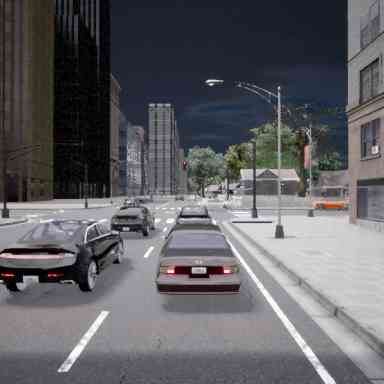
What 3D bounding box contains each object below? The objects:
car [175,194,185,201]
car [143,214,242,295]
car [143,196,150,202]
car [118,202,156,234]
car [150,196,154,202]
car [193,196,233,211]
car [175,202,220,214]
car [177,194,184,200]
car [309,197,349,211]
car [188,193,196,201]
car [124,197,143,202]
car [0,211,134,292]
[{"bbox_3d":[-3.161,1.342,83.997,2.097,1.767,4.553,0,0,0],"label":"car"},{"bbox_3d":[0.100,1.545,8.857,2.033,1.411,5.357,0,0,-1],"label":"car"},{"bbox_3d":[-9.726,1.595,63.196,1.895,1.301,4.718,0,0,1],"label":"car"},{"bbox_3d":[-3.131,1.504,18.190,1.837,1.490,4.892,0,0,0],"label":"car"},{"bbox_3d":[-9.672,1.517,73.308,1.812,1.442,4.674,0,0,0],"label":"car"},{"bbox_3d":[2.740,1.573,40.902,4.674,1.442,1.812,0,-1,1],"label":"car"},{"bbox_3d":[0.117,1.491,17.910,2.128,1.511,4.902,0,0,0],"label":"car"},{"bbox_3d":[-3.150,1.311,94.032,1.882,1.535,5.008,0,0,0],"label":"car"},{"bbox_3d":[16.740,1.401,40.772,4.553,1.767,2.097,0,-1,1],"label":"car"},{"bbox_3d":[0.089,1.511,84.023,1.812,1.442,4.674,0,0,0],"label":"car"},{"bbox_3d":[-9.769,1.487,53.876,2.128,1.511,4.902,0,0,1],"label":"car"},{"bbox_3d":[-3.142,1.492,8.930,2.128,1.511,4.902,0,0,0],"label":"car"}]
